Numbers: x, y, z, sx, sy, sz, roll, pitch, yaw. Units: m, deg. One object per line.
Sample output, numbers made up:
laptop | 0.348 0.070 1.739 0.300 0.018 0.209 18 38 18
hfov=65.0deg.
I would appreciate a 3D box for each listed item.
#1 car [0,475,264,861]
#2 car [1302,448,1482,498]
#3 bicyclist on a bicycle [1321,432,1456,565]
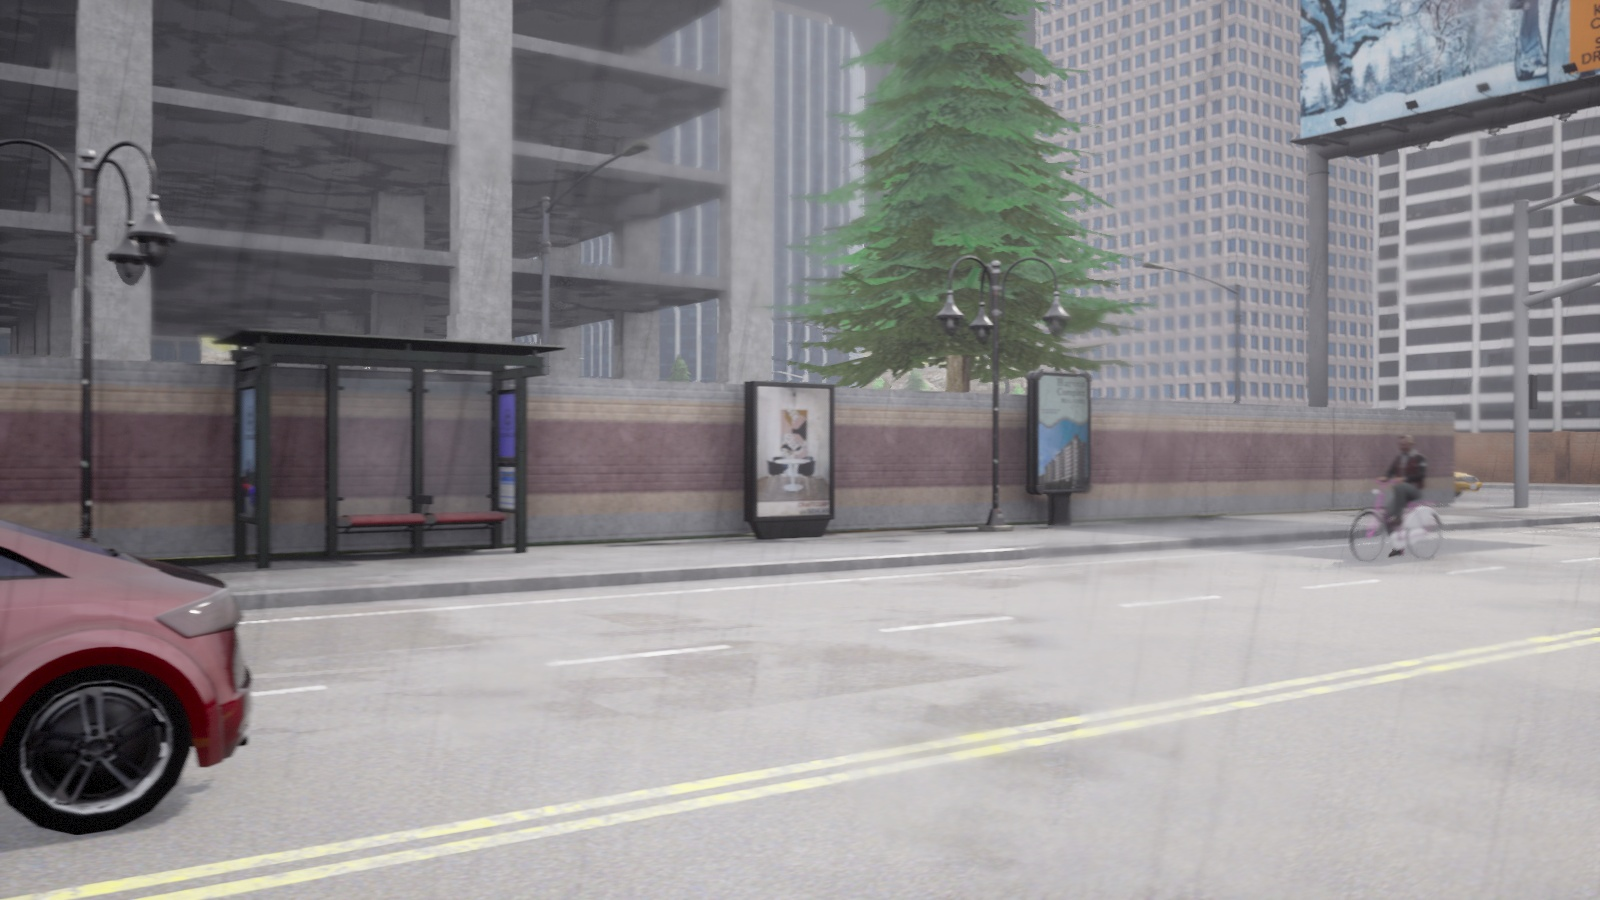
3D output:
car | -4.490 0.829 4.794 4.181 1.385 1.994 0 0 -34
car | 20.118 0.747 42.940 1.801 1.575 5.366 0 0 -35
bicyclist on a bicycle | 8.166 0.641 17.417 1.843 1.776 0.659 0 1 -25
